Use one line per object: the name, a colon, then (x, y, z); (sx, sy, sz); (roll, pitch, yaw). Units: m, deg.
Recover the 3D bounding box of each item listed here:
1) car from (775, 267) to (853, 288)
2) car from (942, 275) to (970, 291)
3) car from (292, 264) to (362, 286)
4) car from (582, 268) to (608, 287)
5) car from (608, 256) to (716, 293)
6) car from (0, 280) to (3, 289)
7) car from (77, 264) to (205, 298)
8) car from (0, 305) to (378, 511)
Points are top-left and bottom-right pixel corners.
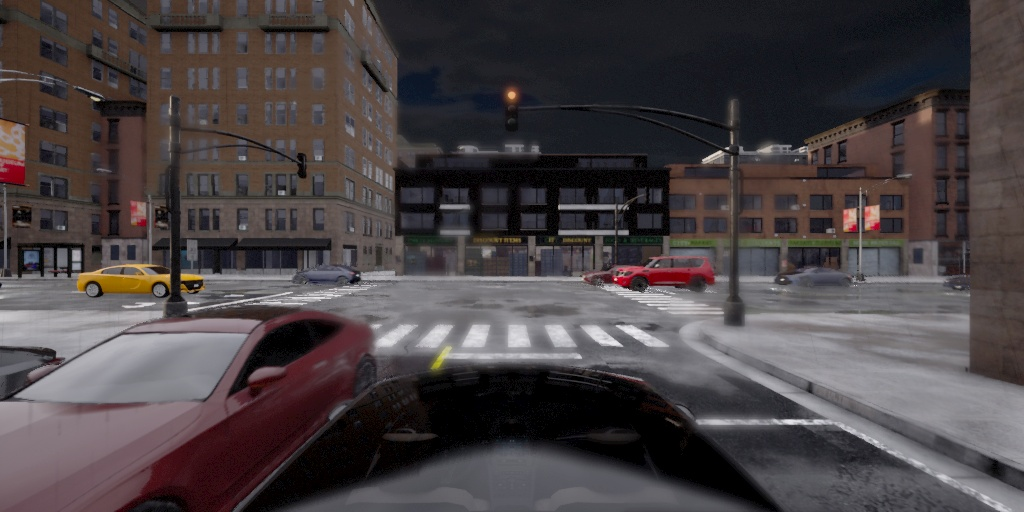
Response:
car: (20.302, 1.425, 24.236); (4.181, 1.385, 1.994); (0, 0, 0)
car: (28.843, 1.454, 21.028); (5.357, 1.411, 2.033); (0, 0, 0)
car: (-12.353, 1.261, 24.081); (4.181, 1.385, 1.994); (0, 0, 0)
car: (7.093, 1.318, 24.176); (4.674, 1.442, 1.812); (0, 0, 0)
car: (8.831, 1.023, 20.932); (5.566, 2.045, 2.150); (0, 0, 0)
car: (-27.848, 1.150, 17.310); (4.674, 1.442, 1.812); (0, 0, 0)
car: (-17.782, 1.149, 17.356); (5.008, 1.535, 1.882); (0, 0, 0)
car: (-2.806, 1.275, 3.373); (1.812, 1.442, 4.674); (0, 0, 1)
